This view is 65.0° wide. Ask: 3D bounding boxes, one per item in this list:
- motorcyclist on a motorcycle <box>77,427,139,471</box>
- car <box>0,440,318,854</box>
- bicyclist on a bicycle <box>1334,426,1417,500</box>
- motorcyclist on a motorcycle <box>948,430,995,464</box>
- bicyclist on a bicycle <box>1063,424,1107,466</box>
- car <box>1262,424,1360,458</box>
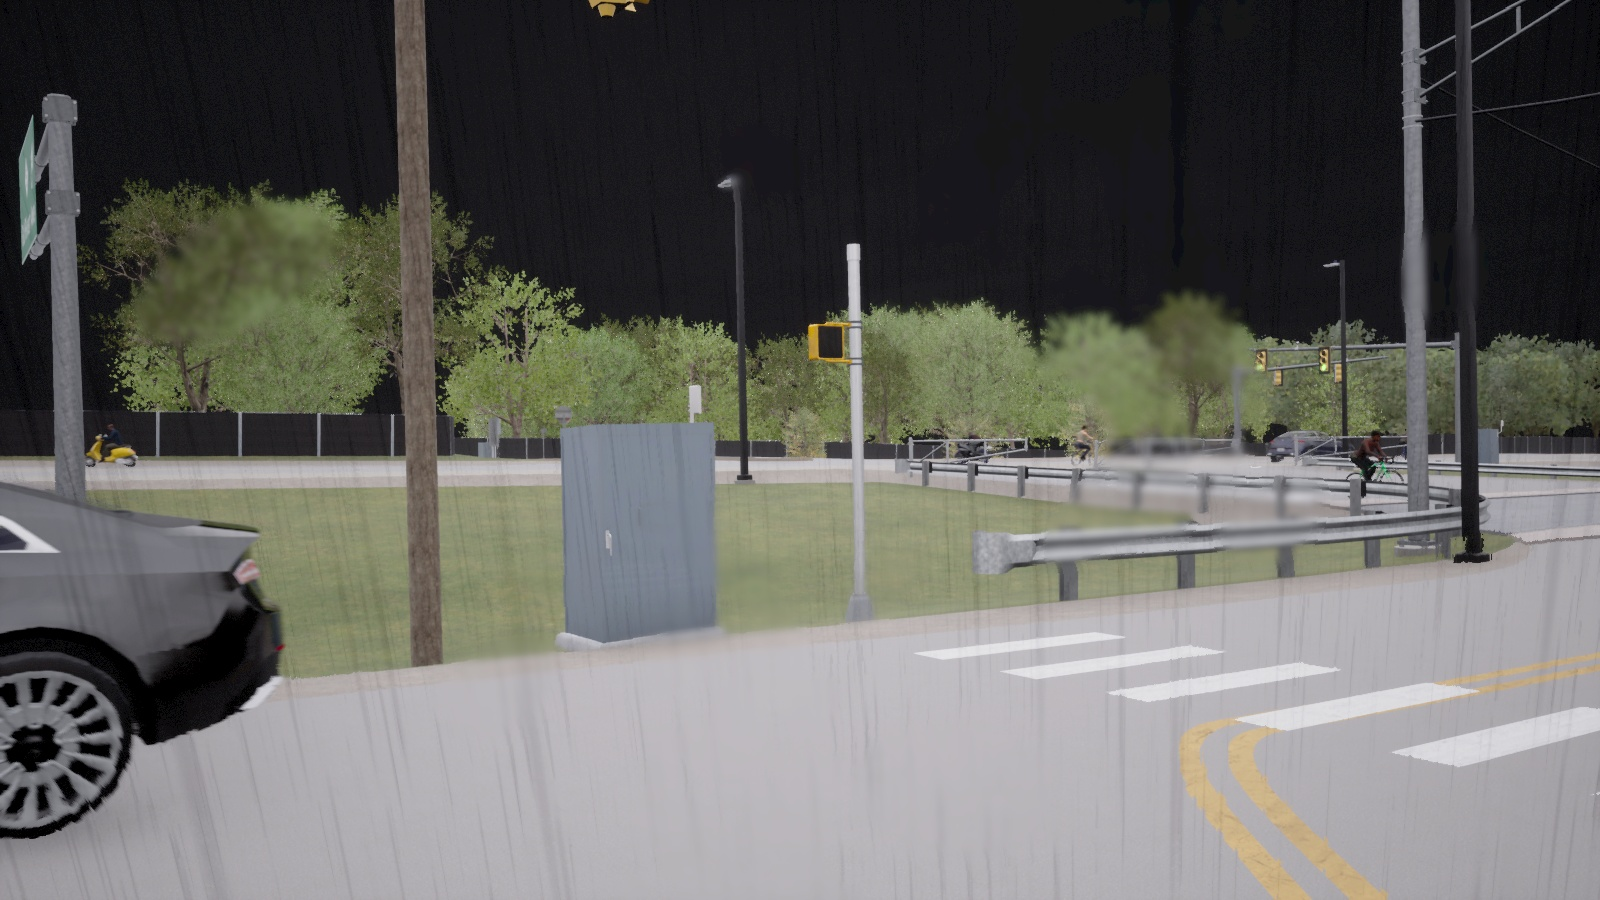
[{"bbox_3d":[-25.121,-0.044,45.645,1.817,1.590,0.866,0,0,-16],"label":"motorcyclist on a motorcycle"},{"bbox_3d":[-4.627,0.724,4.700,4.902,1.511,2.128,0,0,-35],"label":"car"},{"bbox_3d":[13.444,0.317,29.402,0.582,1.620,1.656,-1,-4,-27],"label":"bicyclist on a bicycle"},{"bbox_3d":[7.873,-0.120,57.776,0.866,1.530,2.191,0,0,-35],"label":"motorcyclist on a motorcycle"},{"bbox_3d":[11.137,-0.208,49.067,1.509,1.612,0.866,0,1,-35],"label":"bicyclist on a bicycle"},{"bbox_3d":[25.779,-0.426,63.310,5.027,1.651,2.152,0,0,-34],"label":"car"}]
